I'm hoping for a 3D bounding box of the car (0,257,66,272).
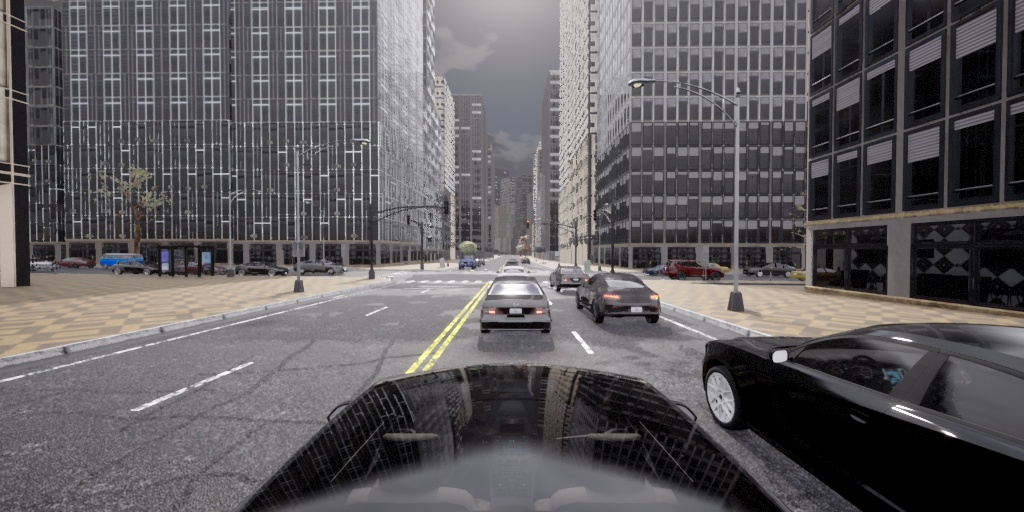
[{"bbox_3d":[-48.407,0.852,35.918,4.674,1.442,1.812,0,1,2],"label":"car"}]

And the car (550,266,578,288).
[{"bbox_3d":[3.340,1.286,21.333,2.033,1.411,5.357,0,0,0],"label":"car"}]

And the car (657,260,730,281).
[{"bbox_3d":[16.174,1.267,32.159,5.009,1.841,2.192,0,0,1],"label":"car"}]

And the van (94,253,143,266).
[{"bbox_3d":[-45.313,0.603,41.613,3.998,1.789,1.690,0,0,1],"label":"van"}]

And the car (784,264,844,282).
[{"bbox_3d":[27.623,1.577,31.970,4.829,1.417,1.751,0,0,1],"label":"car"}]

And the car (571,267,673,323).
[{"bbox_3d":[3.345,1.271,11.922,1.812,1.442,4.674,0,0,0],"label":"car"}]

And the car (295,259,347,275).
[{"bbox_3d":[-18.821,1.089,35.290,4.902,1.511,2.128,1,1,1],"label":"car"}]

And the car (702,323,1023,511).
[{"bbox_3d":[3.344,1.227,2.575,1.882,1.535,5.008,0,0,0],"label":"car"}]

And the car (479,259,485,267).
[{"bbox_3d":[-6.604,1.190,63.801,2.128,1.511,4.902,0,0,0],"label":"car"}]

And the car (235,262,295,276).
[{"bbox_3d":[-22.751,1.172,32.661,4.313,1.339,1.948,0,0,1],"label":"car"}]

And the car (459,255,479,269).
[{"bbox_3d":[-6.631,0.932,53.883,2.150,2.045,5.566,0,0,0],"label":"car"}]

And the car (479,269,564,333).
[{"bbox_3d":[0.096,1.293,10.652,2.033,1.411,5.357,0,0,0],"label":"car"}]

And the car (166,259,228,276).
[{"bbox_3d":[-28.435,1.136,32.791,4.207,1.307,1.802,0,0,1],"label":"car"}]

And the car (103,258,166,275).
[{"bbox_3d":[-34.116,1.067,32.960,4.313,1.339,1.948,0,0,1],"label":"car"}]

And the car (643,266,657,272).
[{"bbox_3d":[16.701,1.410,37.929,5.357,1.411,2.033,0,1,1],"label":"car"}]

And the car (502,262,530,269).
[{"bbox_3d":[0.089,1.265,20.243,1.812,1.442,4.674,0,0,0],"label":"car"}]

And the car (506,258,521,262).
[{"bbox_3d":[0.047,1.215,54.743,1.837,1.490,4.892,0,0,0],"label":"car"}]

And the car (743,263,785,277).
[{"bbox_3d":[27.017,1.458,37.757,4.892,1.490,1.837,1,1,1],"label":"car"}]
